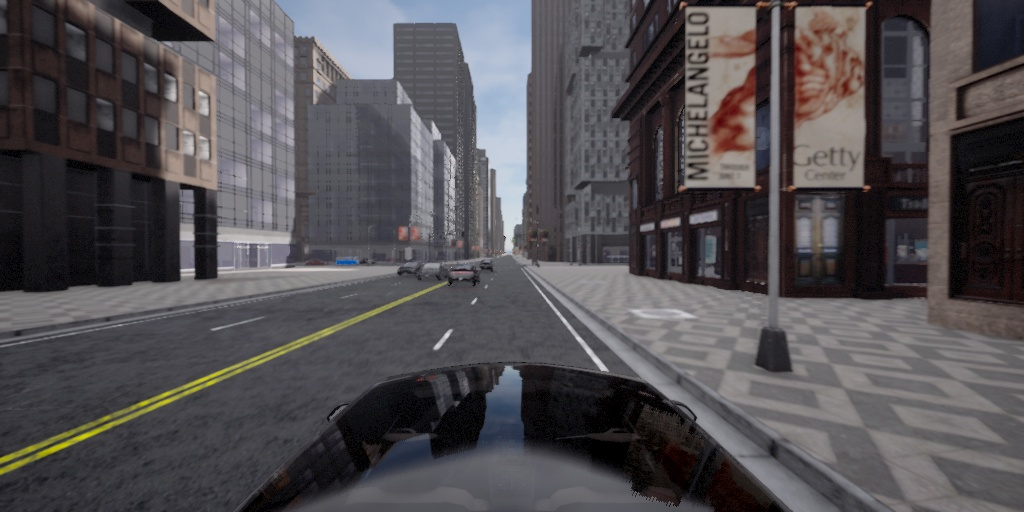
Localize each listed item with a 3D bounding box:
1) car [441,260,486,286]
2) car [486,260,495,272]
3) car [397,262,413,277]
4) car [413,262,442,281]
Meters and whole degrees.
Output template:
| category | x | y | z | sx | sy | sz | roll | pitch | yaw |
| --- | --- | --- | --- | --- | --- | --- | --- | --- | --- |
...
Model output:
| category | x | y | z | sx | sy | sz | roll | pitch | yaw |
| --- | --- | --- | --- | --- | --- | --- | --- | --- | --- |
| car | -3.206 | 1.232 | 24.860 | 2.128 | 1.511 | 4.902 | 0 | 0 | 0 |
| car | -3.263 | 1.230 | 46.652 | 1.837 | 1.490 | 4.892 | 0 | 0 | 0 |
| car | -9.884 | 1.293 | 35.946 | 2.033 | 1.411 | 5.357 | 0 | 0 | 0 |
| car | -6.651 | 1.270 | 30.382 | 1.812 | 1.442 | 4.674 | 0 | 0 | 0 |
